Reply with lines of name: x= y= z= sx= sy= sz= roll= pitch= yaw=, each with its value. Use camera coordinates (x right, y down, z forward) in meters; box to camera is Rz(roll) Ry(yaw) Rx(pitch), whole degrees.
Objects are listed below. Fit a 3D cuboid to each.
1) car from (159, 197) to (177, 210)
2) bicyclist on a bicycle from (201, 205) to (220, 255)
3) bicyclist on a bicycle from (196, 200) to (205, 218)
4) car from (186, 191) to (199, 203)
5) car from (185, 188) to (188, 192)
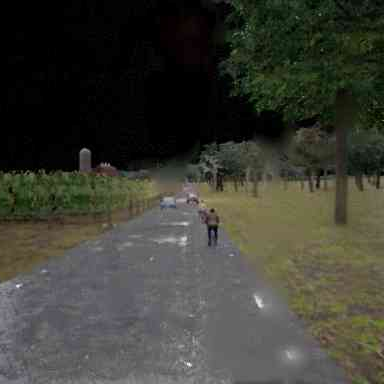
car: x=-2.852 y=1.342 z=40.844 sx=1.812 sy=1.442 sz=4.674 roll=0 pitch=1 yaw=0
bicyclist on a bicycle: x=0.752 y=1.420 z=12.130 sx=0.582 sy=1.620 sz=1.656 roll=0 pitch=0 yaw=0
bicyclist on a bicycle: x=0.719 y=1.369 z=22.960 sx=0.866 sy=1.612 sz=1.509 roll=0 pitch=0 yaw=0
car: x=0.084 y=1.092 z=56.606 sx=1.812 sy=1.442 sz=4.674 roll=0 pitch=1 yaw=0
car: x=-0.021 y=0.561 z=73.765 sx=2.097 sy=1.767 sz=4.553 roll=0 pitch=1 yaw=0
